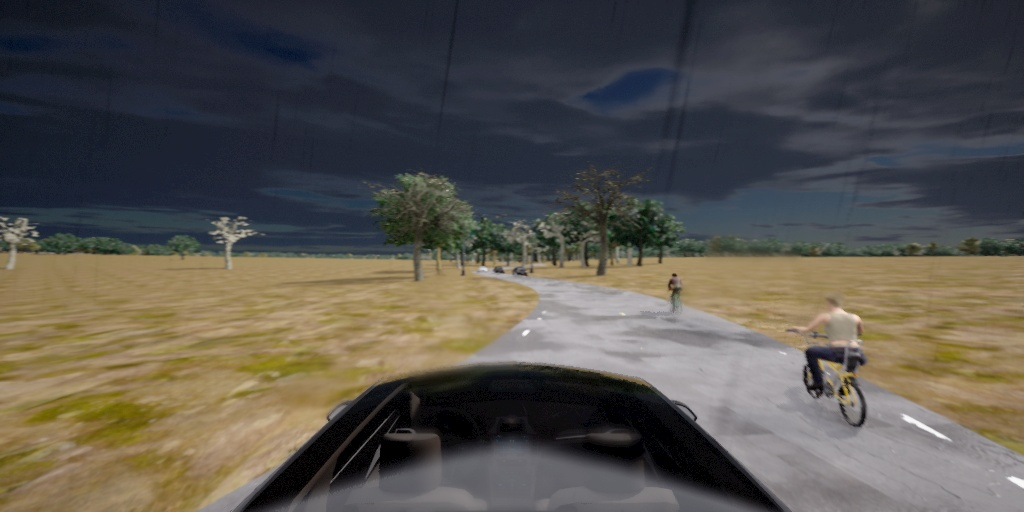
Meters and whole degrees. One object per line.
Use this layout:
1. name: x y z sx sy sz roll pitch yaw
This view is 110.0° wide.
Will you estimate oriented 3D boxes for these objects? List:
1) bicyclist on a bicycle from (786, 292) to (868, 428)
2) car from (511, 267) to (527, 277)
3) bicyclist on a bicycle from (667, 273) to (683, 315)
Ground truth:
1. bicyclist on a bicycle: 4.295 1.282 4.835 0.866 1.612 1.509 0 -1 18
2. car: 1.153 2.547 57.564 1.837 1.490 4.892 1 -1 -11
3. bicyclist on a bicycle: 6.525 1.507 14.323 0.582 1.620 1.656 1 -2 9
